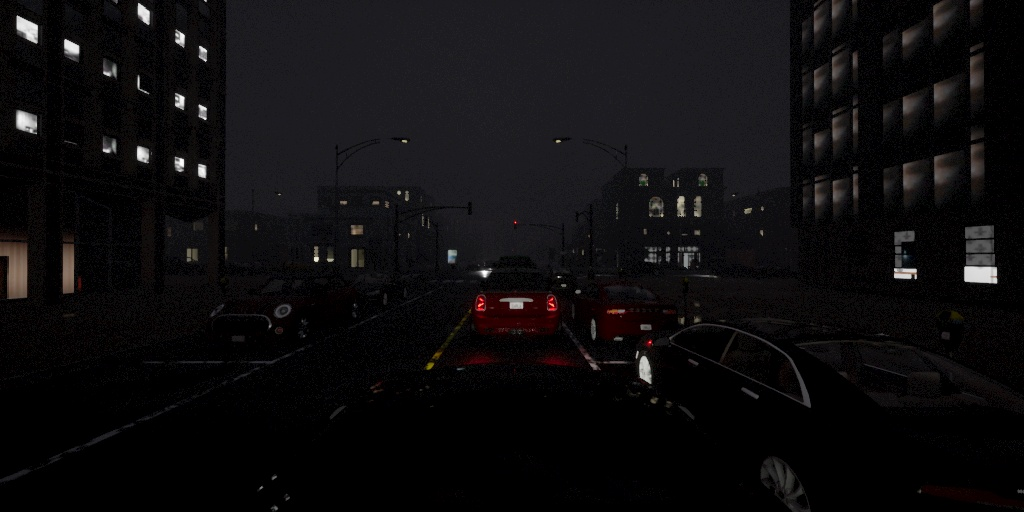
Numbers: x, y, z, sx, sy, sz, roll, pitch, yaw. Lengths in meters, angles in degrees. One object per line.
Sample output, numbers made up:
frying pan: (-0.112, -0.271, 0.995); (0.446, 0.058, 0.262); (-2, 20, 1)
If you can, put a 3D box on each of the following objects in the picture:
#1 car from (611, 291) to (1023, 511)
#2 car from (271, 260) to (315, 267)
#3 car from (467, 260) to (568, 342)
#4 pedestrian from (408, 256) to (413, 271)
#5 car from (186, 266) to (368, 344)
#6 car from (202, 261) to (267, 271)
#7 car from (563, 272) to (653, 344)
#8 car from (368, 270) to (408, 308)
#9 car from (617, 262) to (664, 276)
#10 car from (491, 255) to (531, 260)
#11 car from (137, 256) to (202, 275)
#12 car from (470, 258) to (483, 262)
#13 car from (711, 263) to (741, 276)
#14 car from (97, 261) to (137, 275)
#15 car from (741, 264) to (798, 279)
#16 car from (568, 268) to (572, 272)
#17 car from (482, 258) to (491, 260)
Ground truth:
car: (2.689, 1.301, 3.737); (2.007, 1.370, 4.403); (0, 0, 0)
car: (-25.469, 1.198, 41.588); (4.829, 1.417, 1.751); (0, 0, 1)
car: (0.096, 1.103, 9.974); (2.097, 1.767, 4.553); (0, 0, 0)
pedestrian: (-12.568, 0.885, 44.345); (0.375, 1.860, 0.375); (0, -1, 1)
car: (-5.693, 1.191, 9.443); (1.967, 1.591, 4.097); (0, 0, 0)
car: (-25.427, 1.177, 33.206); (4.403, 1.370, 2.007); (0, 0, 1)
car: (2.687, 1.296, 9.429); (1.888, 1.381, 4.507); (0, 0, 0)
car: (-5.696, 1.302, 15.135); (2.007, 1.370, 4.403); (0, 0, 0)
car: (13.772, 1.339, 38.403); (4.892, 1.490, 1.837); (0, 0, 1)
car: (0.113, 0.974, 20.128); (2.150, 2.045, 5.566); (0, 0, -1)
car: (-30.964, 0.918, 33.289); (5.009, 1.841, 2.192); (0, 0, 1)
car: (-5.709, 1.338, 53.213); (1.802, 1.307, 4.207); (0, 0, 0)
car: (23.618, 1.447, 38.256); (4.181, 1.385, 1.994); (0, 0, 2)
car: (-36.500, 1.131, 33.372); (4.403, 1.370, 2.007); (0, 0, 1)
car: (23.631, 1.433, 32.434); (4.207, 1.307, 1.802); (0, 0, 1)
car: (2.683, 1.303, 20.813); (2.007, 1.370, 4.403); (0, 0, 0)
car: (-3.092, 1.357, 52.070); (1.895, 1.301, 4.718); (0, 0, -1)
